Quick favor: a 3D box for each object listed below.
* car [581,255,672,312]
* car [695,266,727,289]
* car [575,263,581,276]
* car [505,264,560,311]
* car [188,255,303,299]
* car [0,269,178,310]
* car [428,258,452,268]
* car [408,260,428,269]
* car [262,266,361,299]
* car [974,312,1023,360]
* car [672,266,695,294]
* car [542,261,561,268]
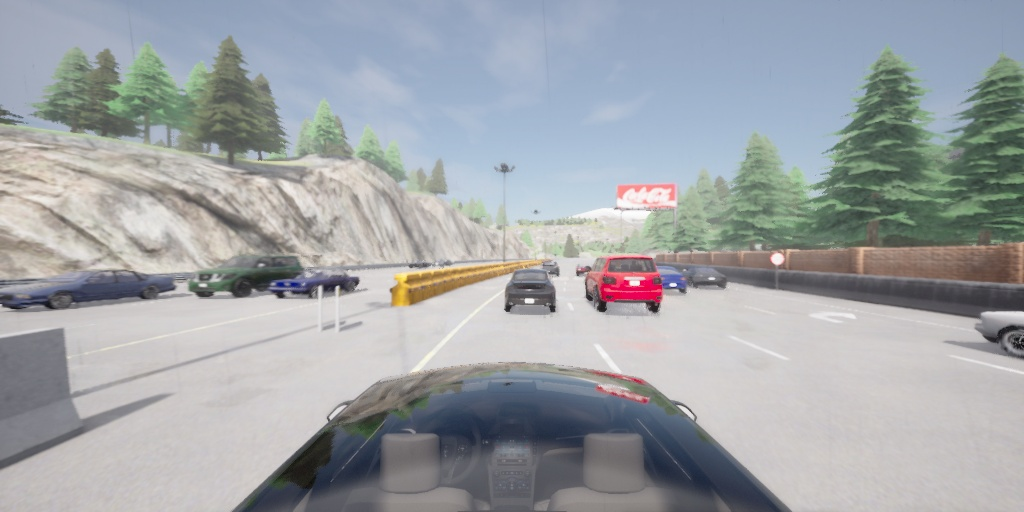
[{"bbox_3d":[4.279,0.985,14.493,2.150,2.045,5.566,0,0,5],"label":"car"},{"bbox_3d":[12.551,1.351,23.972,1.994,1.385,4.181,0,0,8],"label":"car"},{"bbox_3d":[7.591,1.377,37.500,1.895,1.301,4.718,0,0,9],"label":"car"},{"bbox_3d":[0.781,1.259,14.429,1.837,1.490,4.892,0,0,5],"label":"car"},{"bbox_3d":[-13.150,0.941,18.340,2.150,2.045,5.566,0,0,6],"label":"car"},{"bbox_3d":[-16.983,1.255,14.639,2.033,1.411,5.357,0,0,5],"label":"car"},{"bbox_3d":[-10.786,1.062,55.920,2.128,1.511,4.902,0,0,9],"label":"car"},{"bbox_3d":[-14.365,1.322,55.765,1.895,1.301,4.718,0,0,9],"label":"car"},{"bbox_3d":[-9.639,1.328,17.943,1.895,1.301,4.718,0,0,6],"label":"car"},{"bbox_3d":[10.714,1.380,5.416,1.895,1.301,4.718,0,0,2],"label":"car"},{"bbox_3d":[8.508,1.302,20.534,1.812,1.442,4.674,0,0,8],"label":"car"},{"bbox_3d":[3.799,1.258,35.989,2.128,1.511,4.902,0,0,9],"label":"car"}]
